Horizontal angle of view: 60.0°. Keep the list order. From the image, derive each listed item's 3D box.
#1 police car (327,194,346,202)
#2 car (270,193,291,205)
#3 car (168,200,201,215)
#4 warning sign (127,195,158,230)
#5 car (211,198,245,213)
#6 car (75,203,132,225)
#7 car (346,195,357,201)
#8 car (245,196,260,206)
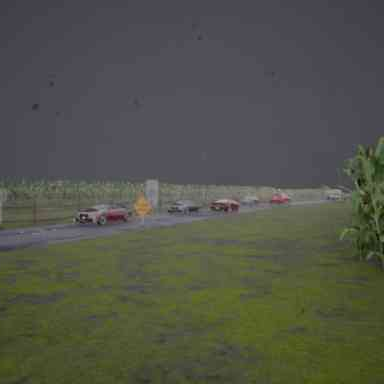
[{"bbox_3d":[33.335,1.348,77.789,1.930,1.638,5.238,1,1,45],"label":"police car"},{"bbox_3d":[14.894,1.162,55.904,2.150,2.045,5.566,1,0,33],"label":"car"},{"bbox_3d":[-0.740,1.504,33.801,1.994,1.385,4.181,1,1,28],"label":"car"},{"bbox_3d":[-2.800,1.127,18.862,1.300,1.860,1.060,1,0,29],"label":"warning sign"},{"bbox_3d":[3.719,1.443,36.047,1.882,1.535,5.008,1,0,27],"label":"car"},{"bbox_3d":[-6.197,1.519,23.740,1.994,1.385,4.181,1,0,29],"label":"car"},{"bbox_3d":[40.396,1.420,84.495,4.892,1.490,1.837,0,1,-42],"label":"car"},{"bbox_3d":[9.128,1.424,52.204,1.837,1.490,4.892,1,0,31],"label":"car"}]
